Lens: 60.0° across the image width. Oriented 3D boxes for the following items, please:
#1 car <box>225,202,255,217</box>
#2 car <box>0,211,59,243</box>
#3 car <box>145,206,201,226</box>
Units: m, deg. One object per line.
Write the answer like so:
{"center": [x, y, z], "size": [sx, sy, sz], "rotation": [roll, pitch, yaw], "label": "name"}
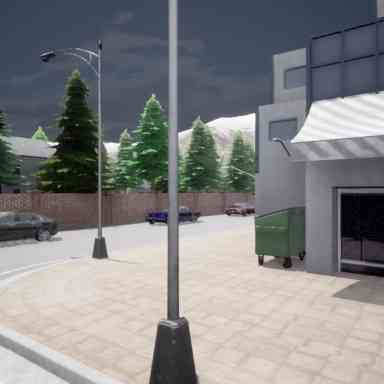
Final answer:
{"center": [5.149, 1.740, 34.125], "size": [1.994, 1.385, 4.181], "rotation": [0, 0, 36], "label": "car"}
{"center": [-8.709, 1.683, 15.478], "size": [1.837, 1.490, 4.892], "rotation": [0, 0, 37], "label": "car"}
{"center": [-1.386, 1.777, 25.314], "size": [1.895, 1.301, 4.718], "rotation": [0, 0, 36], "label": "car"}
